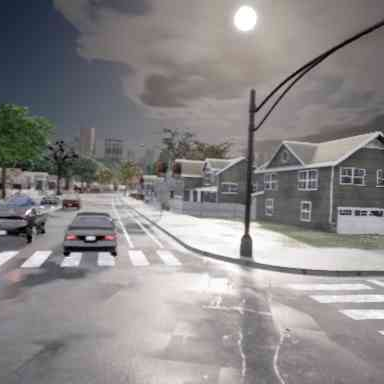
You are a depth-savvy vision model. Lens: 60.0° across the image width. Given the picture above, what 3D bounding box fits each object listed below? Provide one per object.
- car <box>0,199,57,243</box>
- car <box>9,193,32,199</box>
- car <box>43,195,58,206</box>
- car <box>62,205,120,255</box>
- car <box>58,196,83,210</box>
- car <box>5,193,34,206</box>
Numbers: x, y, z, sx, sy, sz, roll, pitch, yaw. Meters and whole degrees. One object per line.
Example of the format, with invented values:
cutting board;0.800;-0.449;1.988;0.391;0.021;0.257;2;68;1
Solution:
car;-7.612;1.282;14.658;2.128;1.511;4.902;3;0;-14
car;-14.654;1.067;28.285;1.882;1.535;5.008;3;-1;-14
car;-18.644;1.092;43.926;1.994;1.385;4.181;3;0;-14
car;-3.794;1.485;12.838;2.033;1.411;5.357;3;0;-14
car;-13.538;1.179;37.735;1.882;1.535;5.008;3;0;-14
car;-21.339;0.889;41.363;2.128;1.511;4.902;3;0;-14
